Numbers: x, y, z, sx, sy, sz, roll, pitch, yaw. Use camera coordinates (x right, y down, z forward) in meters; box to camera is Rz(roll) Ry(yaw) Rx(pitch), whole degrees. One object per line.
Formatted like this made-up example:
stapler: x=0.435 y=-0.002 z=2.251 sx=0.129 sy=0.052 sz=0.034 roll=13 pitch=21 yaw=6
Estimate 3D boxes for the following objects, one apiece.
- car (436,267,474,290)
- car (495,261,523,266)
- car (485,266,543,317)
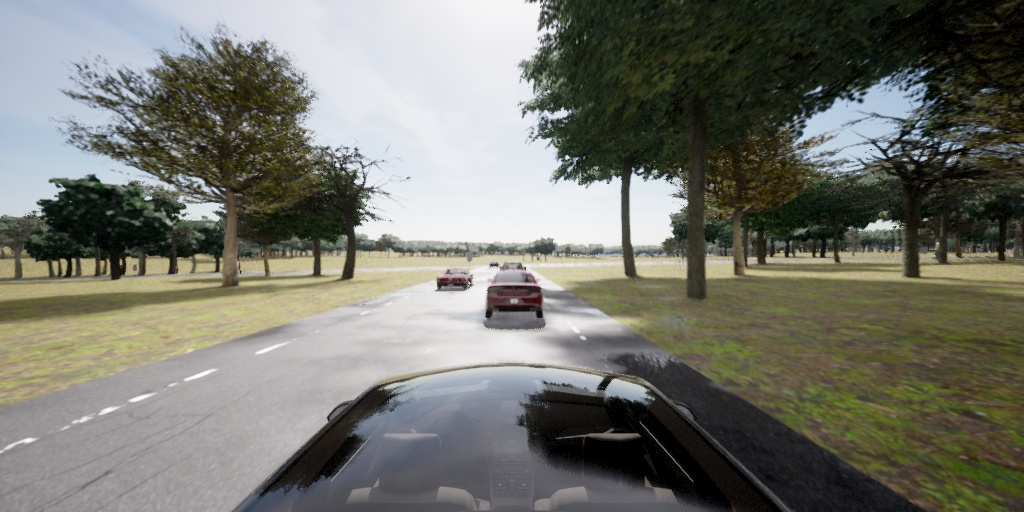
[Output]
car: x=-3.623 y=1.418 z=23.359 sx=1.895 sy=1.301 sz=4.718 roll=0 pitch=0 yaw=0
car: x=0.063 y=1.185 z=27.260 sx=2.097 sy=1.767 sz=4.553 roll=0 pitch=0 yaw=0
car: x=0.073 y=1.260 z=13.364 sx=1.882 sy=1.535 sz=5.008 roll=0 pitch=-1 yaw=0
